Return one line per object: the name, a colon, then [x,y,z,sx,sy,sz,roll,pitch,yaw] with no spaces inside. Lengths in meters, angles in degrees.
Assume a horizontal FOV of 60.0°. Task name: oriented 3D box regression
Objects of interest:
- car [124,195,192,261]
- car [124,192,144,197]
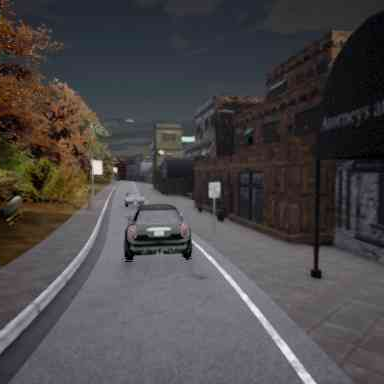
car: [-1.321,1.198,12.004,2.097,1.767,4.553,-1,1,-9]
car: [-5.666,0.612,32.599,1.895,1.301,4.718,-1,3,-12]
